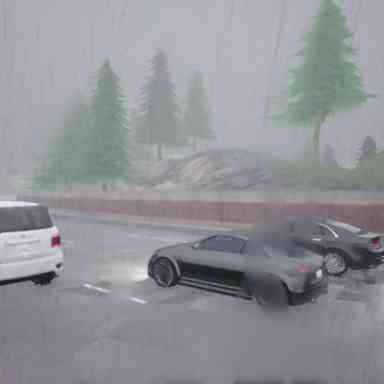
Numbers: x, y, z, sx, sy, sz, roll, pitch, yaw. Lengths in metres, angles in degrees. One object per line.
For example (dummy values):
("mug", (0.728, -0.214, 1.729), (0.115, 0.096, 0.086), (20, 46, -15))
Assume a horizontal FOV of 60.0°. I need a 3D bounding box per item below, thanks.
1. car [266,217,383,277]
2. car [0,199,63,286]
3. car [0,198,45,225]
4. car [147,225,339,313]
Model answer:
("car", (3.222, 1.540, 10.447), (4.892, 1.490, 1.837), (0, 0, 37))
("car", (-5.447, 1.231, 8.387), (5.566, 2.045, 2.150), (0, 0, 39))
("car", (-13.094, 1.385, 25.223), (2.097, 1.767, 4.553), (0, 0, -44))
("car", (0.925, 1.587, 7.817), (4.181, 1.385, 1.994), (0, 0, 37))
